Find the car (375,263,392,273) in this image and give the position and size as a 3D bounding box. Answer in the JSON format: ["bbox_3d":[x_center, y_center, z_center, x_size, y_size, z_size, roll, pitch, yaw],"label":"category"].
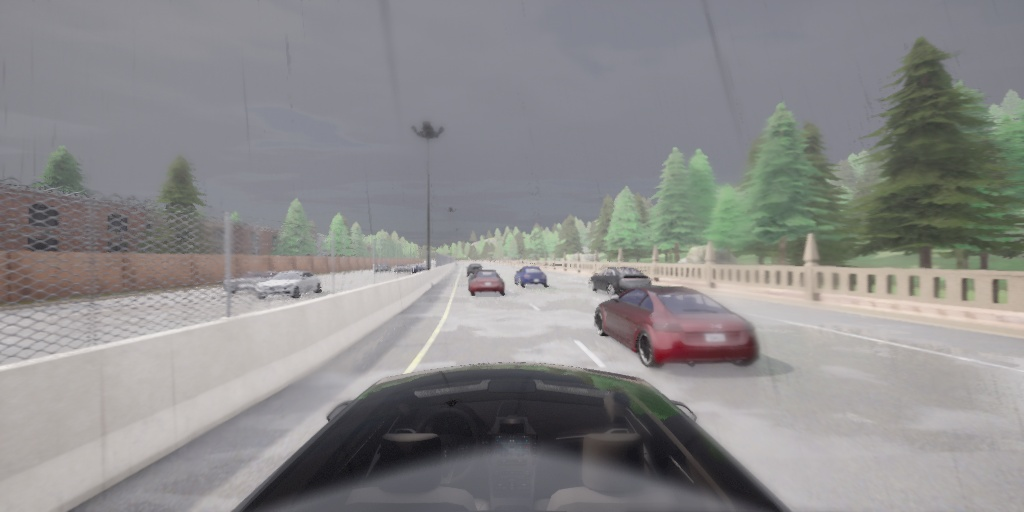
[{"bbox_3d":[-20.667,1.880,57.797,2.128,1.511,4.902,0,0,-7],"label":"car"}]

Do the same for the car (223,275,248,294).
[{"bbox_3d":[-16.147,1.661,23.052,1.895,1.301,4.718,0,-1,-7],"label":"car"}]

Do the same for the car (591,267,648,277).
[{"bbox_3d":[5.658,1.342,19.328,2.128,1.511,4.902,0,0,-7],"label":"car"}]

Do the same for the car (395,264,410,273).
[{"bbox_3d":[-16.920,1.943,56.108,1.895,1.301,4.718,0,0,-7],"label":"car"}]

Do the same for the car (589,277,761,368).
[{"bbox_3d":[3.258,1.339,7.948,1.994,1.385,4.181,0,0,-3],"label":"car"}]

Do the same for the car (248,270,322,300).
[{"bbox_3d":[-12.214,1.528,19.989,1.812,1.442,4.674,0,-1,-7],"label":"car"}]

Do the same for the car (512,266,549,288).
[{"bbox_3d":[1.311,1.466,25.783,1.812,1.442,4.674,0,0,-7],"label":"car"}]

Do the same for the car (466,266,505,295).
[{"bbox_3d":[-1.561,1.490,21.260,1.994,1.385,4.181,0,0,-8],"label":"car"}]

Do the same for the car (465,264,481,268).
[{"bbox_3d":[-4.197,1.616,40.847,1.837,1.490,4.892,0,0,-7],"label":"car"}]

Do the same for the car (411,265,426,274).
[{"bbox_3d":[-12.648,1.859,50.287,1.895,1.301,4.718,0,0,-7],"label":"car"}]
